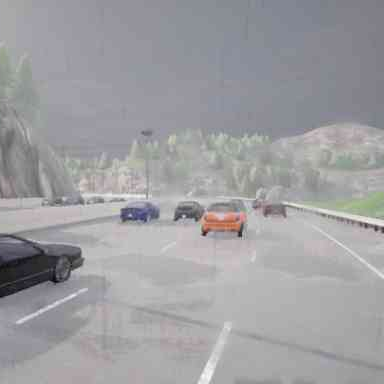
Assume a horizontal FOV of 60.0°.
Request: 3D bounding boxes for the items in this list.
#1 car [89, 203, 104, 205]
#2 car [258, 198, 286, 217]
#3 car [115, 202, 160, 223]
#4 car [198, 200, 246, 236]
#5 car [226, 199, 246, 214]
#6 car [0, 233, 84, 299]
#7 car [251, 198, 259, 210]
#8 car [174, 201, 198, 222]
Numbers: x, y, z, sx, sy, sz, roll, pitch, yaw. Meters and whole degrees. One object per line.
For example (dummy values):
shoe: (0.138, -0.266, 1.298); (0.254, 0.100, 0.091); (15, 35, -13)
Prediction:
car: (-15.238, 1.483, 52.877); (2.128, 1.511, 4.902); (0, 0, 1)
car: (7.577, 1.470, 31.114); (1.882, 1.535, 5.008); (0, 0, 8)
car: (-3.871, 1.470, 25.645); (1.882, 1.535, 5.008); (0, 0, 10)
car: (1.888, 1.347, 18.505); (2.097, 1.767, 4.553); (0, 0, 12)
car: (4.686, 1.538, 36.006); (2.033, 1.411, 5.357); (0, 0, 6)
car: (-4.458, 1.545, 6.805); (2.033, 1.411, 5.357); (0, 0, 15)
car: (8.800, 1.537, 42.875); (2.033, 1.411, 5.357); (0, 0, 4)
car: (-0.151, 1.498, 26.661); (1.837, 1.490, 4.892); (0, 0, 10)
